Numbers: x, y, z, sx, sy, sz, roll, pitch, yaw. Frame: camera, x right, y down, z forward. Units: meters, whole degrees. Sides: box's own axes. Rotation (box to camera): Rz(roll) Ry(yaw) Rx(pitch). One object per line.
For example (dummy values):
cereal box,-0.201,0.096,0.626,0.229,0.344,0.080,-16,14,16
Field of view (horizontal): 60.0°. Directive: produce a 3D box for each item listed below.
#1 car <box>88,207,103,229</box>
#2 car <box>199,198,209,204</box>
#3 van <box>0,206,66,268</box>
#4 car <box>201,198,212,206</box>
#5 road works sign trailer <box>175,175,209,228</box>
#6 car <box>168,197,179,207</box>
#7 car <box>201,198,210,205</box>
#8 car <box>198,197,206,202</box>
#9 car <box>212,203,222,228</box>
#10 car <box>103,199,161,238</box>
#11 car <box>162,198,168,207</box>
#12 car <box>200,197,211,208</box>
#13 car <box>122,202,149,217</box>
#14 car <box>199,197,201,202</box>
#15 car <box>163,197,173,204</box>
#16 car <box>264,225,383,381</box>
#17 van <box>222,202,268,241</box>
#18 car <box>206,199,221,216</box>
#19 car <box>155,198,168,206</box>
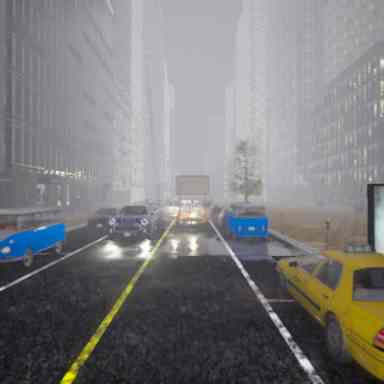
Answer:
car,-5.682,1.690,22.602,1.947,1.339,4.313,0,0,0
car,2.706,1.962,73.779,2.008,1.369,4.403,0,0,0
van,-5.681,1.403,11.224,1.690,1.788,3.998,0,0,0
car,2.704,1.891,62.401,1.887,1.381,4.507,0,0,0
road works sign trailer,0.027,0.593,23.549,2.380,3.560,2.880,0,0,0
car,-3.040,1.816,58.520,2.128,1.511,4.902,0,0,1
car,2.705,1.960,68.090,1.802,1.307,4.206,0,0,0
car,2.708,2.078,90.845,1.947,1.339,4.313,0,0,0
car,2.699,1.674,22.580,2.008,1.369,4.403,0,0,0
car,-3.097,1.451,18.135,2.097,1.767,4.553,0,0,0
car,-5.677,1.865,56.736,2.008,1.369,4.403,0,0,0
car,2.702,1.832,51.024,2.008,1.369,4.403,0,0,0
car,-5.680,1.738,33.979,2.008,1.369,4.403,0,0,0
car,2.704,1.754,56.712,1.967,1.590,4.097,0,0,0
car,-5.674,1.990,79.492,1.887,1.381,4.507,0,0,0
car,2.697,1.557,5.683,1.752,1.417,4.829,0,0,0
van,2.700,1.433,16.892,1.690,1.788,3.998,0,0,0
car,2.700,1.737,33.957,2.008,1.369,4.403,0,0,0
car,-5.676,1.891,62.424,1.887,1.381,4.507,0,0,0
